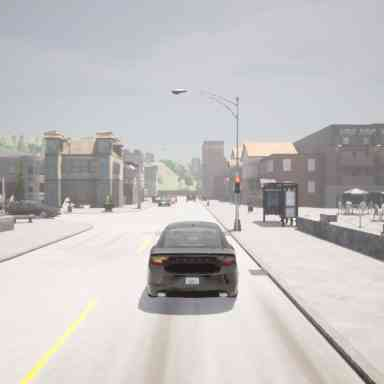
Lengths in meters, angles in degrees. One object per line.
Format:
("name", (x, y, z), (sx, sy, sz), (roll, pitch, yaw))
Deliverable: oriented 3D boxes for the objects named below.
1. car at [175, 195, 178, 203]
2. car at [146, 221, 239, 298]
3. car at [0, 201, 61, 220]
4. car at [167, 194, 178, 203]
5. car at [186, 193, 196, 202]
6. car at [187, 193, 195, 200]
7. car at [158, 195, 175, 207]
("car", (-4.229, 1.352, 61.120), (2.097, 1.767, 4.553), (0, 0, 0))
("car", (0.027, 1.478, 8.575), (1.882, 1.535, 5.008), (0, 0, 0))
("car", (-13.445, 1.504, 27.714), (4.892, 1.490, 1.837), (0, 0, 0))
("car", (-4.190, 1.355, 71.183), (2.097, 1.767, 4.553), (0, 0, 0))
("car", (-0.205, 1.216, 76.702), (2.150, 2.045, 5.566), (0, 0, 0))
("car", (-0.234, 1.187, 87.062), (2.097, 1.767, 4.553), (0, 0, 0))
("car", (-4.233, 1.491, 52.020), (2.128, 1.511, 4.902), (0, 0, 0))
